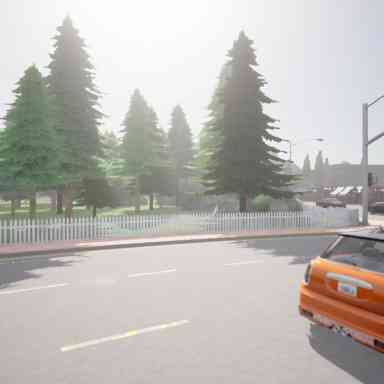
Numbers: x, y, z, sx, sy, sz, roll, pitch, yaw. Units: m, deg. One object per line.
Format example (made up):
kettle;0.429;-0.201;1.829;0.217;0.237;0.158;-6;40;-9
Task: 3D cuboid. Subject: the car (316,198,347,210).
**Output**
car;17.860;1.533;42.874;1.882;1.535;5.008;0;0;-8

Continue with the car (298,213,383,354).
car;4.049;1.351;5.483;4.553;1.767;2.097;0;0;-26

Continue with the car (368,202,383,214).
car;19.259;1.656;32.585;1.895;1.301;4.718;0;0;-8
